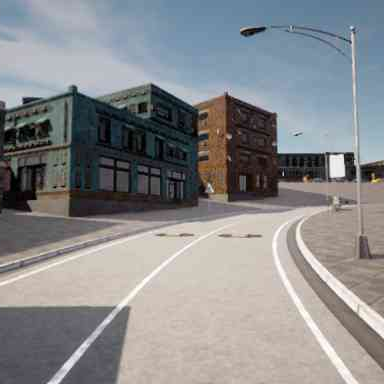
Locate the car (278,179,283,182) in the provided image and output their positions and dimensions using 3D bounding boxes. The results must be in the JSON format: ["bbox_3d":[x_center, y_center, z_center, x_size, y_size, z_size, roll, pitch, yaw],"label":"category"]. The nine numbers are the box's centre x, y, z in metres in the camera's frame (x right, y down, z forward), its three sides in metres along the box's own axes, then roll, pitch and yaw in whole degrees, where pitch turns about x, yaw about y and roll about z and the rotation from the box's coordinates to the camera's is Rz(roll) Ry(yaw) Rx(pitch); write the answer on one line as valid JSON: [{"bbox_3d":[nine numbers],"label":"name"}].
[{"bbox_3d":[20.791,-2.757,83.349,4.553,1.767,2.185,0,-5,-2],"label":"car"}]

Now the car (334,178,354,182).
[{"bbox_3d":[37.243,-2.716,83.911,4.892,1.521,2.231,0,-5,-2],"label":"car"}]

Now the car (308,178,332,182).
[{"bbox_3d":[31.727,-2.696,83.714,4.892,1.521,2.231,0,-5,-2],"label":"car"}]

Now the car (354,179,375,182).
[{"bbox_3d":[42.784,-2.670,84.207,4.674,1.452,2.002,0,-5,-3],"label":"car"}]
